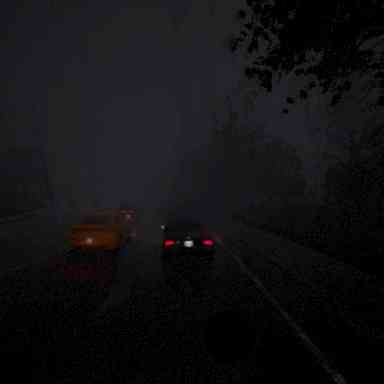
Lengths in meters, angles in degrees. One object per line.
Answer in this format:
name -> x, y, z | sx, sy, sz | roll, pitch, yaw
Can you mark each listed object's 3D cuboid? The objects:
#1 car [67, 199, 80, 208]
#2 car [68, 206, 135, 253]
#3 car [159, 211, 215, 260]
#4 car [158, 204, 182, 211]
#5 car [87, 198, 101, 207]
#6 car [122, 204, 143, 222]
car -> -21.261, 2.035, 59.629 | 1.837, 1.490, 4.892 | 1, -1, -21
car -> -3.829, 1.614, 14.453 | 1.882, 1.535, 5.008 | 0, 0, -3
car -> -0.235, 1.672, 12.926 | 2.033, 1.411, 5.357 | 0, -1, -3
car -> -1.918, 1.772, 29.285 | 2.128, 1.511, 4.902 | 0, 0, -9
car -> -17.901, 1.902, 60.629 | 2.097, 1.767, 4.553 | 0, -1, -21
car -> -5.383, 1.778, 28.788 | 1.837, 1.490, 4.892 | 0, 0, -9
